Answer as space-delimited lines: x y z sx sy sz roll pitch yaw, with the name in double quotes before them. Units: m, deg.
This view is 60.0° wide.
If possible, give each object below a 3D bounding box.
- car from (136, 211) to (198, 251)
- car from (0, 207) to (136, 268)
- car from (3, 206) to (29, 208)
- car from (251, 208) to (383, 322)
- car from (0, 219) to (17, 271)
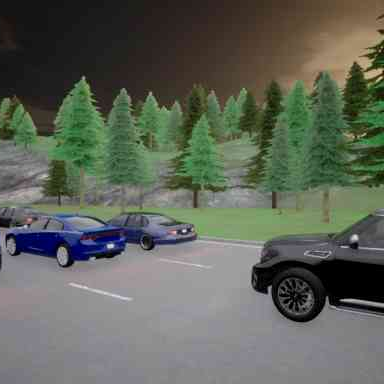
"car" -2.342 1.547 14.232 5.357 1.411 2.033 0 0 35
"car" -4.464 1.478 11.445 5.008 1.535 1.882 0 0 35
"car" -10.572 1.547 20.034 5.357 1.411 2.033 0 0 35
"car" 3.813 1.221 5.574 5.566 2.045 2.150 0 0 35
"car" -6.915 1.505 8.895 4.892 1.490 1.837 0 0 36
